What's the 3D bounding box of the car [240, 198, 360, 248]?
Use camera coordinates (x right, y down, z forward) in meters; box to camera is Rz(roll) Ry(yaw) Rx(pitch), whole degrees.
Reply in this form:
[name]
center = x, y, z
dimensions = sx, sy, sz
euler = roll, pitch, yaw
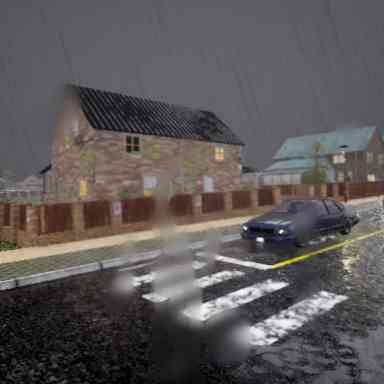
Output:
[car]
center = 4.069, 0.931, 11.886
dimensions = 5.357, 1.411, 2.033
euler = -4, 2, -41
